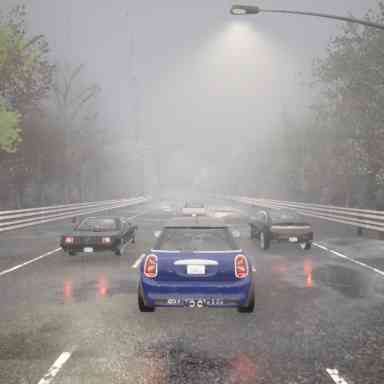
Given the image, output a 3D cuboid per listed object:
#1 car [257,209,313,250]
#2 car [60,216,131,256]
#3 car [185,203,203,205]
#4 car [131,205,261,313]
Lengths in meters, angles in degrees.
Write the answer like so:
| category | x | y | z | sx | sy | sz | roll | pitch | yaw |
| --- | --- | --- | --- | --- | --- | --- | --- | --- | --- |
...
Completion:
| category | x | y | z | sx | sy | sz | roll | pitch | yaw |
| --- | --- | --- | --- | --- | --- | --- | --- | --- | --- |
| car | 3.634 | 1.486 | 14.325 | 2.128 | 1.511 | 4.902 | 0 | 0 | 0 |
| car | -3.369 | 1.596 | 13.072 | 1.895 | 1.301 | 4.718 | 0 | 0 | 0 |
| car | 0.171 | 1.581 | 29.111 | 1.895 | 1.301 | 4.718 | 0 | 0 | 0 |
| car | 0.113 | 1.350 | 7.837 | 2.097 | 1.767 | 4.553 | 0 | 0 | 1 |
